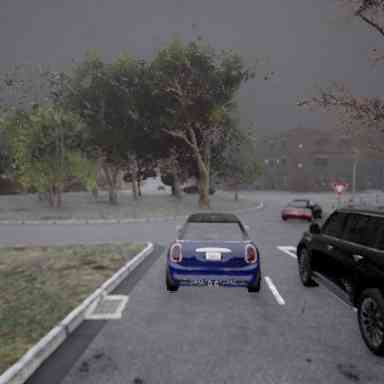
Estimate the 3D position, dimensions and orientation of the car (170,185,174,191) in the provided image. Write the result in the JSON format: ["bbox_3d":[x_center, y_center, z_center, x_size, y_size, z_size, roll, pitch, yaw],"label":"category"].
[{"bbox_3d":[-4.296,-0.929,81.769,2.033,1.411,5.357,0,1,-5],"label":"car"}]

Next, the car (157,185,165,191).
[{"bbox_3d":[-7.562,-0.955,81.701,1.837,1.490,4.892,0,1,-5],"label":"car"}]

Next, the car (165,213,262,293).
[{"bbox_3d":[0.566,1.342,9.106,2.097,1.767,4.553,0,1,3],"label":"car"}]

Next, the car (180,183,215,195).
[{"bbox_3d":[1.190,-0.488,54.757,5.566,2.045,2.150,2,4,44],"label":"car"}]

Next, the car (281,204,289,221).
[{"bbox_3d":[7.667,1.195,22.970,1.994,1.385,4.181,2,3,32],"label":"car"}]

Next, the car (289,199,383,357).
[{"bbox_3d":[3.641,1.241,6.170,2.150,2.045,5.566,0,0,3],"label":"car"}]

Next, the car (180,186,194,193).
[{"bbox_3d":[-1.021,-0.497,64.251,1.895,1.301,4.718,-1,2,-13],"label":"car"}]
